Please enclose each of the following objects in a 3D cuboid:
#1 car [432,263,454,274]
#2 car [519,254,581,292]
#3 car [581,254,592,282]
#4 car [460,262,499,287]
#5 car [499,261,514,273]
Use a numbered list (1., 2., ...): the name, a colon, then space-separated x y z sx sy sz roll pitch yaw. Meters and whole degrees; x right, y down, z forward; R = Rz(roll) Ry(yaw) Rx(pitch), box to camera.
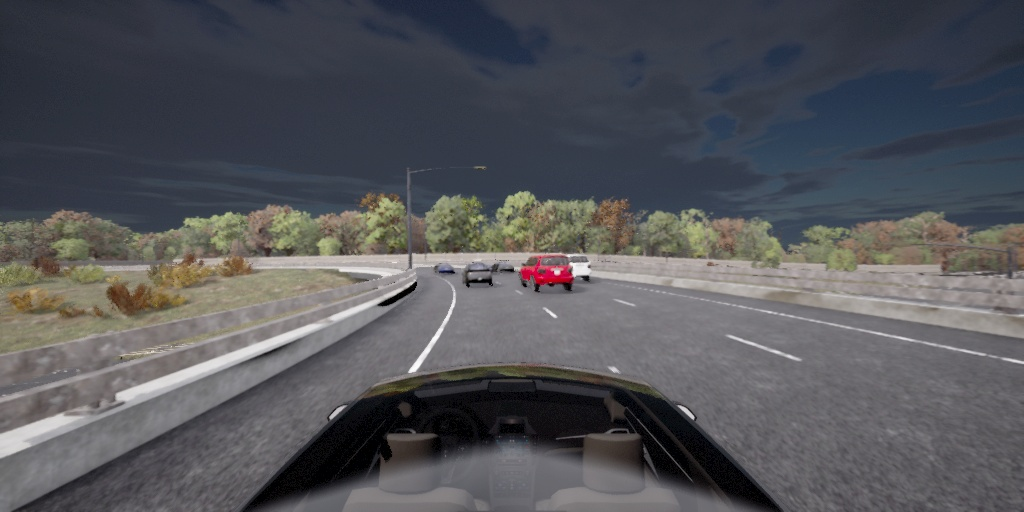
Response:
1. car: -8.414 1.490 43.765 1.994 1.385 4.181 -1 0 -22
2. car: 1.891 0.941 21.235 2.150 2.045 5.566 -1 0 -10
3. car: 4.151 0.901 27.455 2.150 2.045 5.566 -1 0 -12
4. car: -2.542 1.298 25.453 2.128 1.511 4.902 -1 0 -12
5. car: -1.310 1.353 44.820 1.994 1.385 4.181 -1 0 -22
